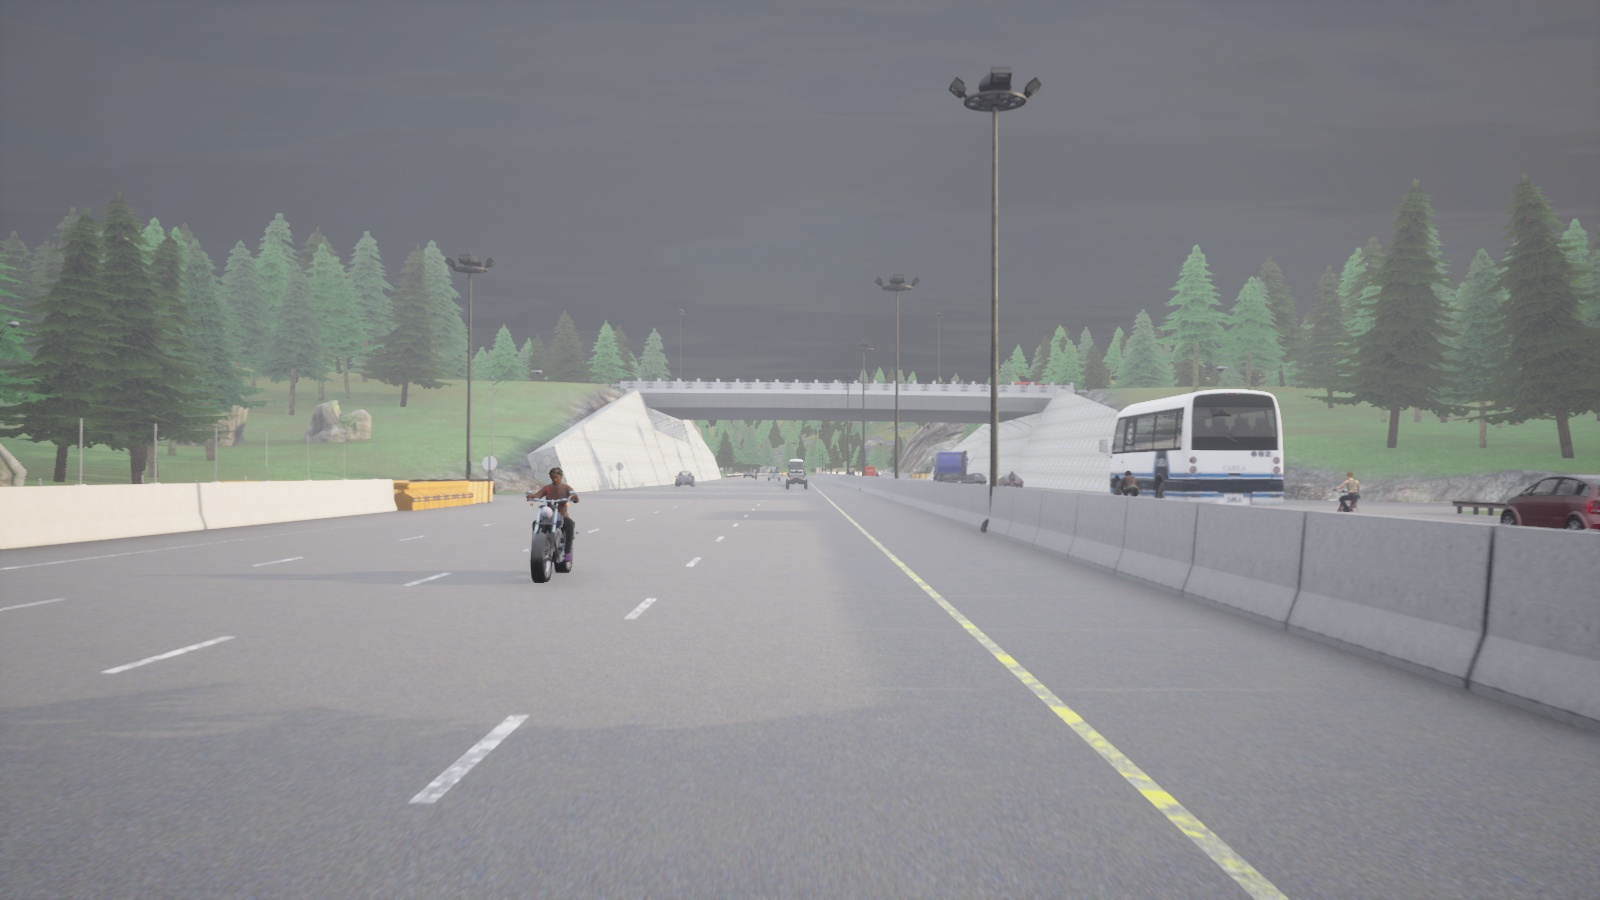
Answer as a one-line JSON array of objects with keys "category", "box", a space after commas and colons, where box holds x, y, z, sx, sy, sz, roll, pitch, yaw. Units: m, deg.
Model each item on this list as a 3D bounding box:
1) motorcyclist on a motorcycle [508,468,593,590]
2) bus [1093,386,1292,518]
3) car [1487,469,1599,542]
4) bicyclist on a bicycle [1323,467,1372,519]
[{"category": "motorcyclist on a motorcycle", "box": [-3.562, 1.083, 18.150, 0.766, 1.649, 2.350, 0, -1, 0]}, {"category": "bus", "box": [13.884, 0.148, 45.709, 3.944, 4.253, 10.273, 0, -1, 0]}, {"category": "car", "box": [17.431, 1.199, 28.349, 1.789, 1.549, 3.705, 0, -1, 0]}, {"category": "bicyclist on a bicycle", "box": [17.408, 1.351, 39.980, 0.866, 1.612, 1.509, 0, -1, 0]}]
